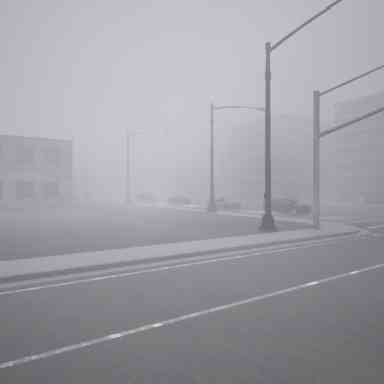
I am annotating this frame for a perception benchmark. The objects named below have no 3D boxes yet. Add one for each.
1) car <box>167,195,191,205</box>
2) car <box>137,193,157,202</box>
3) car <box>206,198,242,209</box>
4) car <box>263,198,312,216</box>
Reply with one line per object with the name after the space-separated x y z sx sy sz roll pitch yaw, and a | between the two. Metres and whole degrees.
-1.885 1.120 47.934 1.994 1.385 4.181 0 1 -34 | car
-7.640 0.866 56.399 2.128 1.511 4.902 0 1 -34 | car
3.769 1.332 39.667 1.895 1.301 4.718 0 1 -34 | car
9.066 1.345 31.972 1.882 1.535 5.008 0 1 -35 | car
